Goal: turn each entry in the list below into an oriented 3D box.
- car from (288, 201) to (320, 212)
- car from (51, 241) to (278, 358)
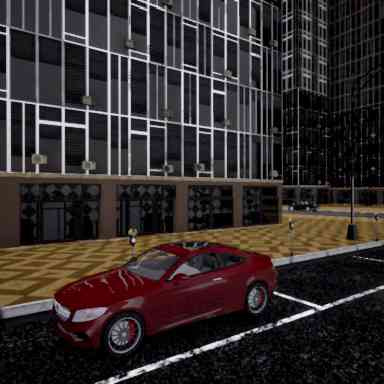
[{"bbox_3d":[15.143,1.895,45.275,2.008,1.369,4.403,-1,0,-36],"label":"car"},{"bbox_3d":[-0.237,1.581,5.932,4.206,1.307,1.802,0,0,-36],"label":"car"}]
